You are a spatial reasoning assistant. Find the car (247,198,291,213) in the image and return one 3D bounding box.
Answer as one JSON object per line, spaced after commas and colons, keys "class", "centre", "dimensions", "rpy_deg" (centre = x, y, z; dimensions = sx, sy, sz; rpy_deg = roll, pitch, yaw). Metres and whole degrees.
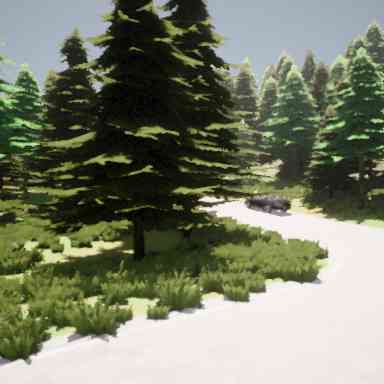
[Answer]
{"class": "car", "centre": [6.373, 0.882, 28.548], "dimensions": [2.128, 1.511, 4.902], "rpy_deg": [0, 5, -24]}
